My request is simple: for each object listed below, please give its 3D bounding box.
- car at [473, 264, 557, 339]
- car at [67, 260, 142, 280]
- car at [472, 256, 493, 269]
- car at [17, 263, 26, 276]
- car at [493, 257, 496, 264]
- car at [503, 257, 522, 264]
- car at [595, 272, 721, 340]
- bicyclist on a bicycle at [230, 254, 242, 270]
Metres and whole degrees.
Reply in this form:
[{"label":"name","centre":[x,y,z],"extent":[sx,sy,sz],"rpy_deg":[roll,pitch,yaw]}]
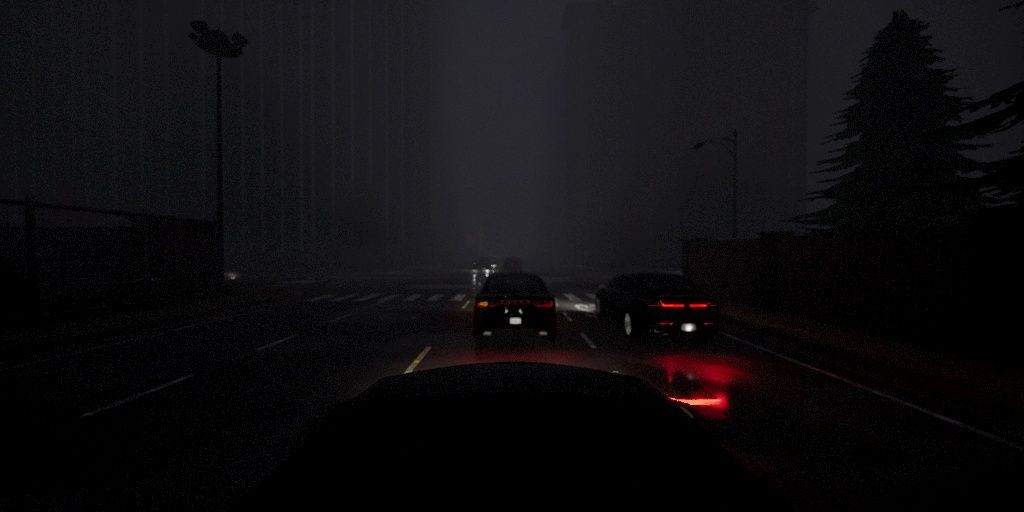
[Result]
[{"label":"car","centre":[0.050,1.145,9.782],"extent":[1.882,1.535,5.008],"rpy_deg":[0,1,-1]},{"label":"car","centre":[-29.270,1.012,26.002],"extent":[4.181,1.385,1.994],"rpy_deg":[0,1,0]},{"label":"car","centre":[-3.651,0.844,44.125],"extent":[1.812,1.442,4.674],"rpy_deg":[0,1,0]},{"label":"car","centre":[-34.358,0.705,22.484],"extent":[5.566,2.045,2.150],"rpy_deg":[0,1,0]},{"label":"car","centre":[-3.652,0.695,58.686],"extent":[1.812,1.442,4.674],"rpy_deg":[0,0,0]},{"label":"car","centre":[0.044,0.821,39.459],"extent":[1.882,1.535,5.008],"rpy_deg":[0,0,0]},{"label":"car","centre":[3.568,1.173,9.648],"extent":[1.837,1.490,4.892],"rpy_deg":[0,0,0]},{"label":"bicyclist on a bicycle","centre":[-29.220,0.627,37.981],"extent":[0.582,1.620,1.656],"rpy_deg":[0,1,0]}]
